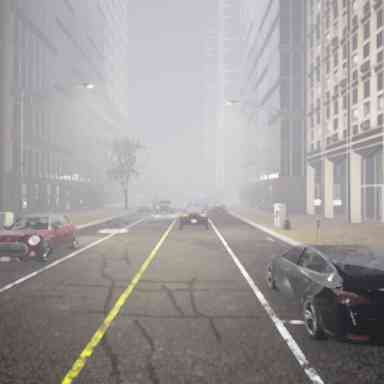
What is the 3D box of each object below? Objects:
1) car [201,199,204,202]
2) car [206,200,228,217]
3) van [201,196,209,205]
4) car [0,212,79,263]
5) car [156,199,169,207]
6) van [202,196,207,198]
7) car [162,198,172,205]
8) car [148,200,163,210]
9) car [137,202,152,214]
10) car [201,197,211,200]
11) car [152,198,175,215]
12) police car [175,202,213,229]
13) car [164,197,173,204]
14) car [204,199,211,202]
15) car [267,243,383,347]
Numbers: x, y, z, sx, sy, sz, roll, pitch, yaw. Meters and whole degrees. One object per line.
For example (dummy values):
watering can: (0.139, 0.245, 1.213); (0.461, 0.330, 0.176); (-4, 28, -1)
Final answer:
car: (0.152, 1.896, 41.639); (1.994, 1.385, 4.181); (0, 0, 0)
car: (2.733, 1.823, 34.914); (1.887, 1.381, 4.507); (0, 0, 0)
van: (2.867, 1.848, 74.815); (1.690, 1.788, 3.998); (0, 0, 0)
car: (-5.676, 1.538, 12.135); (1.967, 1.590, 4.097); (0, 0, 0)
car: (-5.611, 2.032, 63.427); (1.947, 1.339, 4.313); (0, 0, 0)
van: (2.771, 1.807, 63.419); (1.690, 1.788, 3.998); (0, 0, 0)
car: (-5.676, 2.073, 74.824); (1.947, 1.339, 4.313); (0, 0, 0)
car: (-5.626, 1.951, 52.023); (1.887, 1.381, 4.507); (0, 0, 0)
car: (-5.641, 1.875, 40.623); (2.008, 1.369, 4.403); (0, 0, 0)
car: (2.755, 1.956, 52.013); (2.008, 1.369, 4.403); (0, 0, 0)
car: (-3.045, 1.662, 38.891); (2.097, 1.767, 4.553); (0, 0, 0)
police car: (0.129, 1.689, 23.301); (2.038, 1.542, 4.974); (0, -1, 0)
car: (-5.716, 2.057, 82.058); (1.752, 1.417, 4.829); (0, 0, 0)
car: (2.740, 1.905, 40.611); (1.802, 1.307, 4.206); (0, 0, 0)
car: (2.698, 1.619, 6.426); (1.947, 1.339, 4.313); (0, 0, 0)
